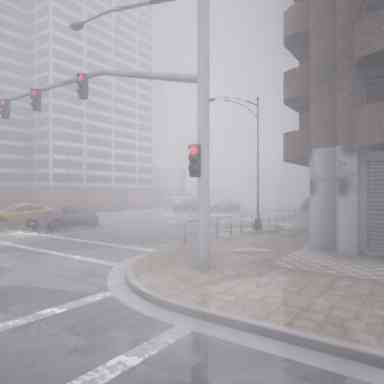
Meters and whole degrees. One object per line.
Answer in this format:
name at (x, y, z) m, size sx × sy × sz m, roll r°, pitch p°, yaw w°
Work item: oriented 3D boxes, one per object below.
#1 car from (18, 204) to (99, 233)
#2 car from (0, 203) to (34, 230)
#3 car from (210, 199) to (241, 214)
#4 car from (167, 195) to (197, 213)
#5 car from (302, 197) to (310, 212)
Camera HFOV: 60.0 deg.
car at (-7.670, 1.561, 19.970) m, size 1.994 × 1.385 × 4.181 m, roll 0°, pitch 0°, yaw 35°
car at (-10.999, 1.474, 21.325) m, size 1.882 × 1.535 × 5.008 m, roll 0°, pitch 0°, yaw 35°
car at (3.722, 1.523, 36.041) m, size 1.812 × 1.442 × 4.674 m, roll 0°, pitch 0°, yaw 35°
car at (-0.123, 1.474, 36.682) m, size 1.882 × 1.535 × 5.008 m, roll 0°, pitch 0°, yaw 36°
car at (14.413, 1.351, 38.754) m, size 2.097 × 1.767 × 4.553 m, roll 0°, pitch 0°, yaw 35°
